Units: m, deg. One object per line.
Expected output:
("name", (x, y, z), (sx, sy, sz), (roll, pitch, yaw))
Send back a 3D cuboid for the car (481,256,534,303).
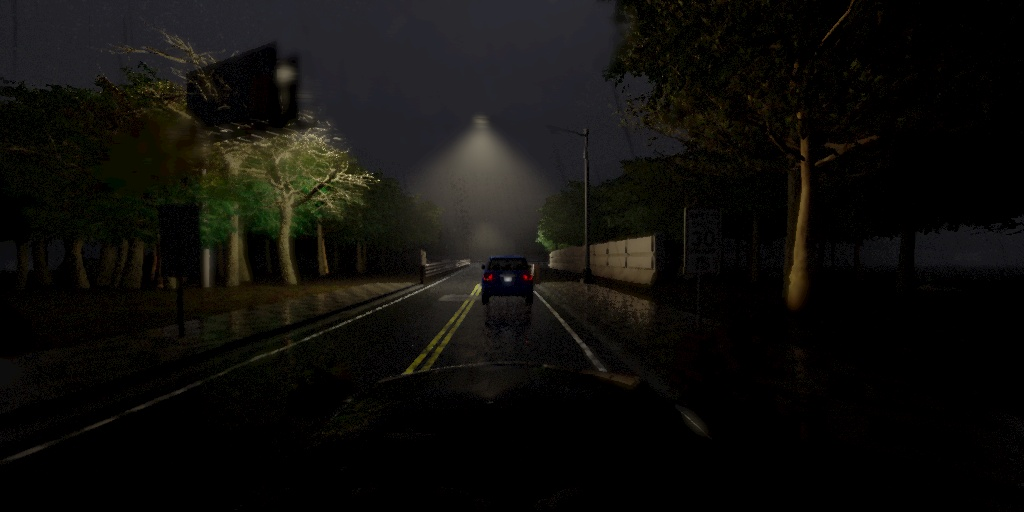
("car", (-0.244, 1.000, 16.600), (2.150, 2.045, 5.566), (0, 0, -2))
